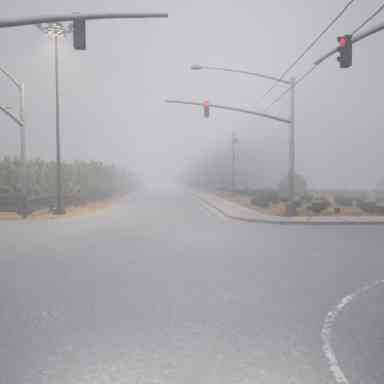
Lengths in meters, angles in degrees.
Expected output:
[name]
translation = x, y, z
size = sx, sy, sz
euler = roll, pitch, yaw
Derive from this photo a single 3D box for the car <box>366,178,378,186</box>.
[car]
translation = 42.119, -2.293, 77.605
size = 1.905, 1.878, 3.866
euler = 10, 10, 41
